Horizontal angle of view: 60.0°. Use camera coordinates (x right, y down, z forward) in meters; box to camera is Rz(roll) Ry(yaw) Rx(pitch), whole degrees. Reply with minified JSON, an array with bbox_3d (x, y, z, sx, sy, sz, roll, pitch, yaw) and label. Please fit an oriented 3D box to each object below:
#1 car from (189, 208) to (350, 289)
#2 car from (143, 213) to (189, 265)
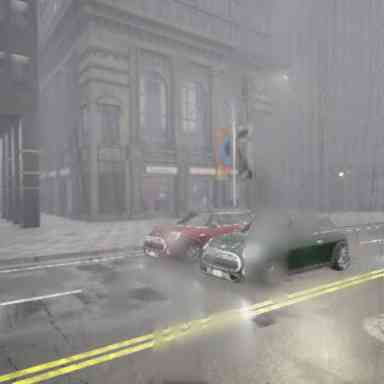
[{"bbox_3d":[2.442,1.397,9.457,4.553,1.767,2.097,0,0,-36],"label":"car"},{"bbox_3d":[0.525,1.414,12.081,4.553,1.767,2.097,0,0,-36],"label":"car"}]
